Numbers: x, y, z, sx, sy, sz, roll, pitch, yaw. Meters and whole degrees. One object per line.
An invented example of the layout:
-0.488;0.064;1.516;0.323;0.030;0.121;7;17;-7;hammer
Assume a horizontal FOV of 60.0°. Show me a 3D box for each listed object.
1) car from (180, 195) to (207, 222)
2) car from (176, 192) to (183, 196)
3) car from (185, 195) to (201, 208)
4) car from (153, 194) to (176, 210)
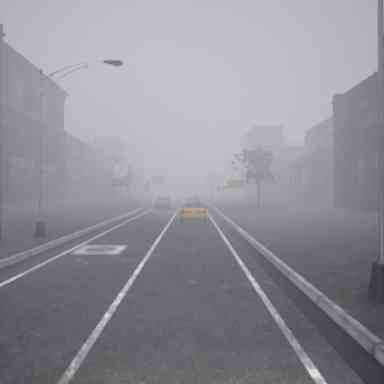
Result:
0.094;1.259;23.858;1.801;1.575;5.366;0;0;0;car
-3.020;0.768;78.618;2.097;1.767;4.553;0;0;0;car
0.090;1.129;41.553;1.837;1.490;4.892;0;1;0;car
-3.103;1.173;36.617;1.837;1.490;4.892;0;0;0;car
